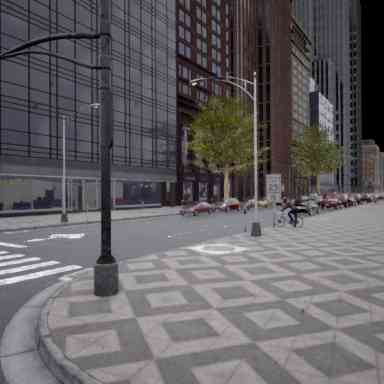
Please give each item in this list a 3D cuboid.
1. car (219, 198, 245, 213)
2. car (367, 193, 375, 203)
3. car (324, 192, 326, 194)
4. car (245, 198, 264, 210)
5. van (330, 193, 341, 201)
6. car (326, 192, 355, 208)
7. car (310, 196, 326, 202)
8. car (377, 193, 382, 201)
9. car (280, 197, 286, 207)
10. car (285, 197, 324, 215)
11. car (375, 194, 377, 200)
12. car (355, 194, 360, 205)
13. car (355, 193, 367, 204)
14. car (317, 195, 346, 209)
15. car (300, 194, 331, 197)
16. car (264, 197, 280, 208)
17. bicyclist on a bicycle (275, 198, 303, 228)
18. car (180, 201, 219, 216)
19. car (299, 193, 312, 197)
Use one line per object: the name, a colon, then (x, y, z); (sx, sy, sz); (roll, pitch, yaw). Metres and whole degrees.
car: (3.727, 1.367, 36.315); (1.967, 1.590, 4.097); (0, 0, 35)
car: (33.127, 1.099, 63.993); (2.192, 1.841, 5.009); (0, 0, 35)
car: (22.260, 1.051, 52.739); (2.150, 2.045, 5.566); (-1, 0, 35)
car: (6.926, 1.495, 40.961); (1.802, 1.307, 4.206); (0, 0, 35)
van: (35.701, 1.185, 82.770); (1.690, 1.788, 3.998); (-1, 0, 35)
car: (20.337, 1.136, 45.413); (2.192, 1.841, 5.009); (0, 0, 35)
car: (26.112, 1.418, 68.834); (1.947, 1.339, 4.313); (0, 0, 35)
car: (42.718, 1.358, 77.925); (1.802, 1.307, 4.206); (-1, 0, 35)
car: (13.321, 1.456, 50.252); (1.947, 1.339, 4.313); (0, 0, 35)
car: (10.747, 1.424, 31.478); (1.947, 1.339, 4.313); (0, 0, 35)
car: (36.421, 1.302, 68.776); (1.752, 1.417, 4.829); (-1, 0, 35)
car: (23.536, 1.378, 50.057); (1.947, 1.339, 4.313); (0, 0, 35)
car: (26.732, 1.117, 54.702); (2.192, 1.841, 5.009); (0, 0, 35)
car: (17.141, 1.377, 40.768); (1.887, 1.381, 4.507); (0, 0, 35)
car: (16.572, 1.339, 44.474); (2.128, 1.511, 4.902); (-1, 0, 35)
car: (10.026, 1.426, 45.466); (1.752, 1.417, 4.829); (0, 0, 35)
bicyclist on a bicycle: (5.315, 1.177, 18.363); (1.656, 1.620, 0.582); (-1, 0, 35)
car: (0.531, 1.524, 31.670); (1.802, 1.307, 4.206); (0, 0, 35)
car: (19.715, 1.415, 59.543); (1.887, 1.381, 4.507); (0, 0, 35)
